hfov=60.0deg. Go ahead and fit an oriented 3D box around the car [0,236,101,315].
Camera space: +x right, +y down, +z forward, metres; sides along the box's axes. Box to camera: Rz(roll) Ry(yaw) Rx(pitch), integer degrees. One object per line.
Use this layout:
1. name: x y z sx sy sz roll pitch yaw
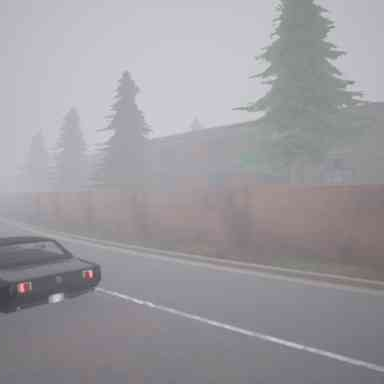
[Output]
1. car: -4.175 1.683 7.579 4.718 1.301 1.895 -1 -1 41
